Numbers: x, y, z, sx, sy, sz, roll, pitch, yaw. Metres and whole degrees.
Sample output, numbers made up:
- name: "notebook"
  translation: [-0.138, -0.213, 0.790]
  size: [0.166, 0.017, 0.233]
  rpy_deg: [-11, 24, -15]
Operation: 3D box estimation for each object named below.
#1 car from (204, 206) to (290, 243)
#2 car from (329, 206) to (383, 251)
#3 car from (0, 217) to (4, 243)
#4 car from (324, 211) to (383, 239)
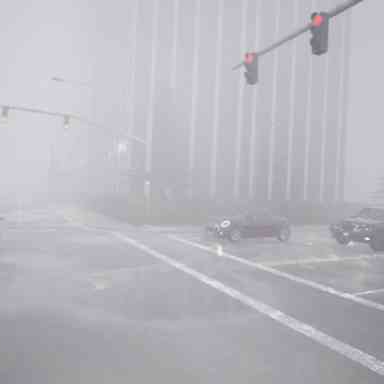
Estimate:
- name: "car"
  translation: [2.905, 1.587, 17.438]
  size: [4.553, 1.767, 2.097]
  rpy_deg: [3, 0, -27]
- name: "car"
  translation: [9.760, 1.764, 16.990]
  size: [5.566, 2.045, 2.150]
  rpy_deg: [3, 0, -27]
- name: "car"
  translation: [-7.452, 1.255, 11.112]
  size: [1.812, 1.442, 4.674]
  rpy_deg: [3, 0, -28]
- name: "car"
  translation: [11.119, 2.110, 21.606]
  size: [5.008, 1.535, 1.882]
  rpy_deg: [3, 0, -27]
